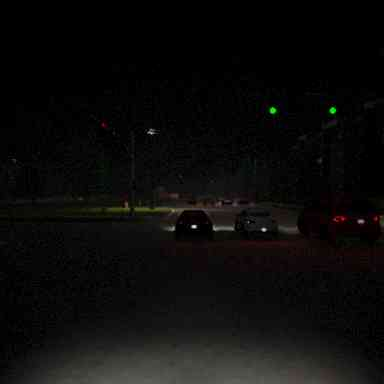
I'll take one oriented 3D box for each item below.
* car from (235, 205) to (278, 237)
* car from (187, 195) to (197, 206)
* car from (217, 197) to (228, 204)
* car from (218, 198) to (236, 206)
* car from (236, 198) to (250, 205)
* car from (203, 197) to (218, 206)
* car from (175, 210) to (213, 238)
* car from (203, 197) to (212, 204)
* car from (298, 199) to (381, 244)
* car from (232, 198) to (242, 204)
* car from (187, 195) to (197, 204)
[{"bbox_3d":[3.591,1.672,18.953,1.812,1.442,4.674,0,0,0],"label":"car"},{"bbox_3d":[-0.005,1.998,67.414,1.882,1.535,5.008,0,0,0],"label":"car"},{"bbox_3d":[6.993,2.046,77.833,2.128,1.511,4.902,0,0,0],"label":"car"},{"bbox_3d":[6.995,2.025,67.415,2.128,1.511,4.902,0,0,0],"label":"car"},{"bbox_3d":[10.495,2.119,67.862,1.895,1.301,4.718,0,0,0],"label":"car"},{"bbox_3d":[3.495,1.876,67.802,2.097,1.767,4.553,0,0,0],"label":"car"},{"bbox_3d":[0.104,1.707,18.497,1.994,1.385,4.181,0,0,0],"label":"car"},{"bbox_3d":[3.493,1.999,77.832,1.882,1.535,5.008,0,0,0],"label":"car"},{"bbox_3d":[7.105,1.350,16.670,2.150,2.045,5.566,0,0,0],"label":"car"},{"bbox_3d":[10.493,2.116,77.863,1.895,1.301,4.718,0,0,0],"label":"car"},{"bbox_3d":[-0.007,1.746,77.864,2.150,2.045,5.566,0,0,0],"label":"car"}]
